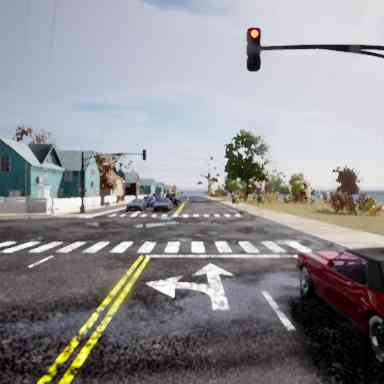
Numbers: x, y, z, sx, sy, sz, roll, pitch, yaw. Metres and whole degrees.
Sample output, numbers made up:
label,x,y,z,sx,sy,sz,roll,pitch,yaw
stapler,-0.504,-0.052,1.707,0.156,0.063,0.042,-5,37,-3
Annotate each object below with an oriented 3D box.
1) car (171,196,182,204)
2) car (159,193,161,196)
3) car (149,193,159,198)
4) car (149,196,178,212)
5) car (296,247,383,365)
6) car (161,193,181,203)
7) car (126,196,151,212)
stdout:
label,x,y,z,sx,sy,sz,roll,pitch,yaw
car,-3.224,1.594,68.777,2.033,1.411,5.357,0,0,0
car,-6.521,1.259,61.966,2.150,2.045,5.566,0,0,1
car,-6.564,1.372,49.954,2.097,1.767,4.553,0,0,0
car,-3.302,1.558,39.645,2.033,1.411,5.357,0,0,4
car,3.351,1.599,5.706,1.895,1.301,4.718,0,0,0
car,-3.313,1.245,53.217,2.150,2.045,5.566,0,0,0
car,-6.575,1.558,39.996,2.033,1.411,5.357,0,0,0
